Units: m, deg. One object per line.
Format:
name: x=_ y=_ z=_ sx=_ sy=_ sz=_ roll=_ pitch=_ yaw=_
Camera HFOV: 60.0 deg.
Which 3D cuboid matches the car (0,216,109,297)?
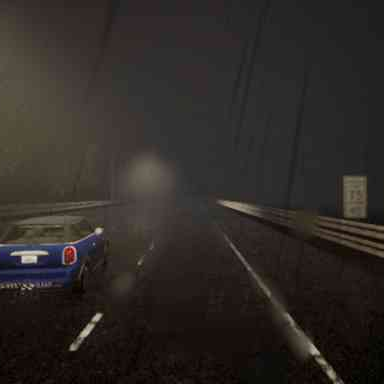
car: x=-3.594 y=1.432 z=9.034 sx=2.097 sy=1.767 sz=4.553 roll=0 pitch=0 yaw=-6
